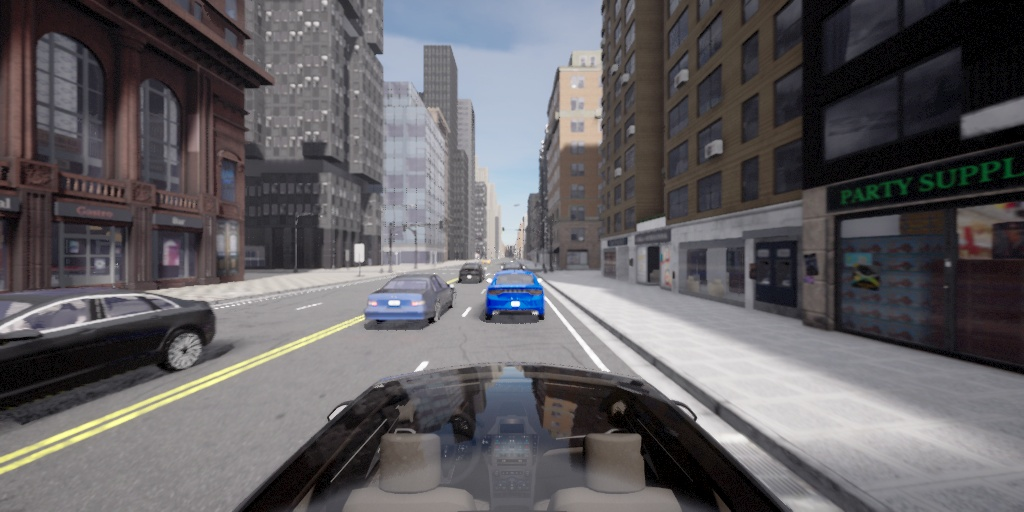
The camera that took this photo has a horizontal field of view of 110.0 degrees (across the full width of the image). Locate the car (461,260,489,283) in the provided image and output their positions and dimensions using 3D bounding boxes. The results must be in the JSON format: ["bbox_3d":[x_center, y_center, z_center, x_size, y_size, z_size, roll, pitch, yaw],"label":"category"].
[{"bbox_3d":[-3.160,1.303,28.941,1.837,1.490,4.892,0,0,0],"label":"car"}]

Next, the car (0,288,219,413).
[{"bbox_3d":[-6.601,1.246,4.864,2.128,1.511,4.902,0,0,0],"label":"car"}]

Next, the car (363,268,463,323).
[{"bbox_3d":[-3.153,1.313,12.141,2.033,1.411,5.357,0,0,0],"label":"car"}]

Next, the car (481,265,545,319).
[{"bbox_3d":[0.095,1.245,12.939,1.882,1.535,5.008,0,0,0],"label":"car"}]

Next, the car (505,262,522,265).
[{"bbox_3d":[0.090,1.278,29.982,1.882,1.535,5.008,0,0,0],"label":"car"}]
